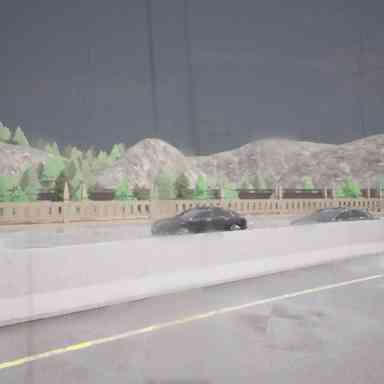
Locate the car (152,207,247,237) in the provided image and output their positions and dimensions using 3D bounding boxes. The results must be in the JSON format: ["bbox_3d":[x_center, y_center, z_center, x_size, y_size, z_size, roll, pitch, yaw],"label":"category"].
[{"bbox_3d":[0.434,1.505,16.284,4.892,1.490,1.837,0,0,-28],"label":"car"}]

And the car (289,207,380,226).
[{"bbox_3d":[6.710,1.505,15.638,4.892,1.490,1.837,0,0,-26],"label":"car"}]
